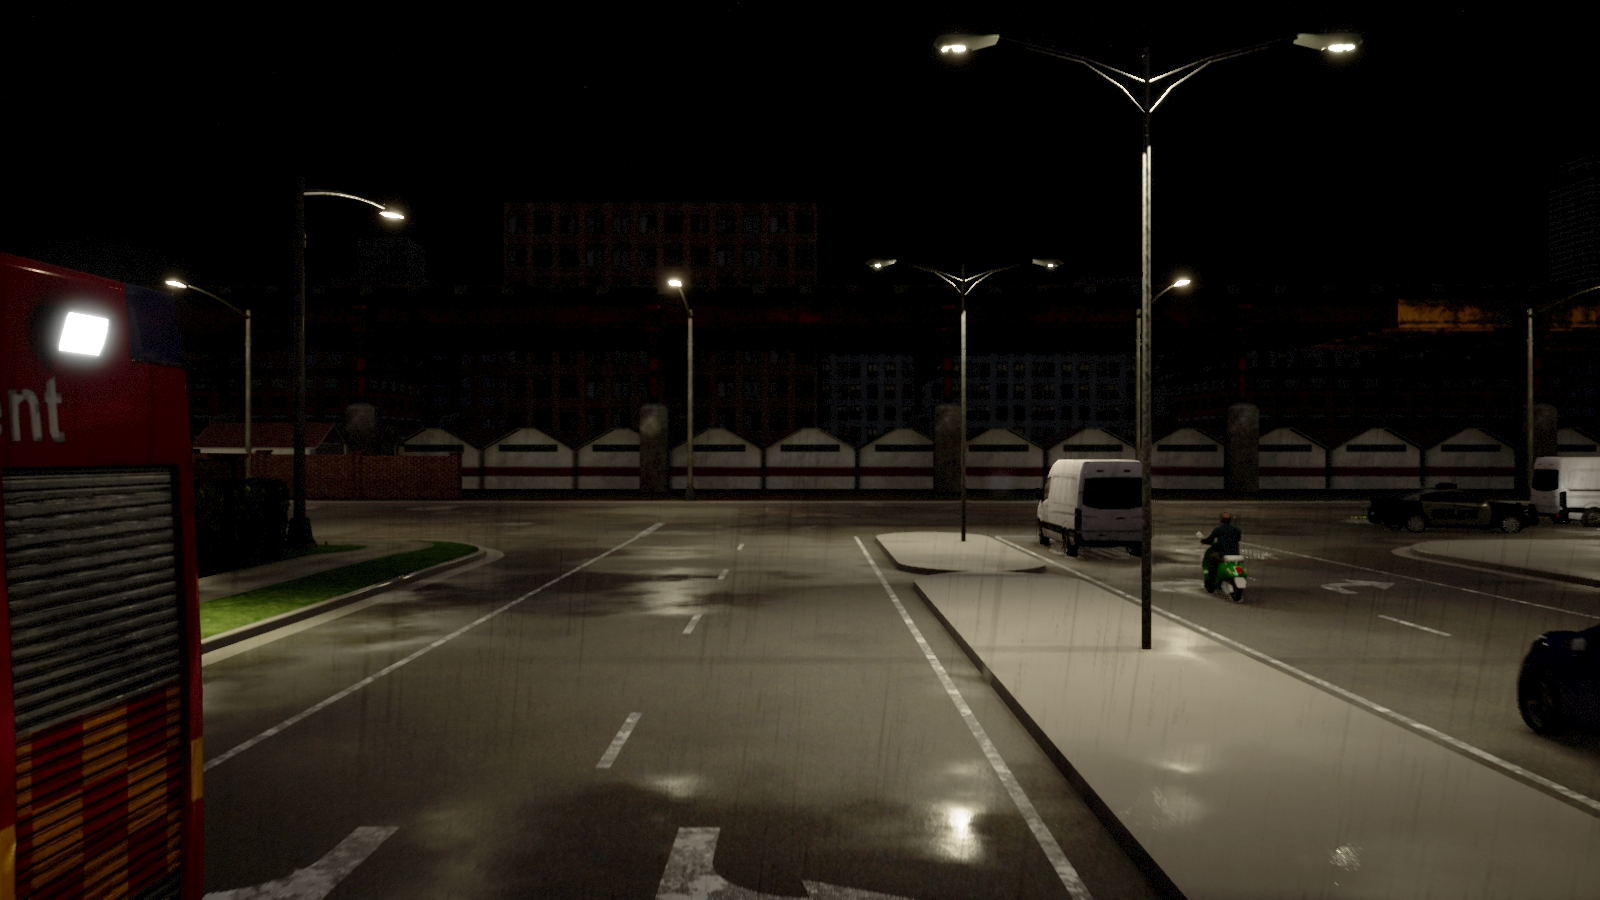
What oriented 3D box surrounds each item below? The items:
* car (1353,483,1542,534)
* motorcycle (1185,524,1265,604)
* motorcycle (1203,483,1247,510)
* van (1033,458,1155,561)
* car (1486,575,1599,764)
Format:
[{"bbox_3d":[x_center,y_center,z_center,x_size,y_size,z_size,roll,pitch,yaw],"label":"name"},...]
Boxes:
[{"bbox_3d":[22.125,1.979,39.206,5.238,1.638,2.097,0,0,5],"label":"car"},{"bbox_3d":[8.015,2.128,21.635,0.856,1.341,1.805,0,0,0],"label":"motorcycle"},{"bbox_3d":[20.102,2.178,54.056,1.805,1.236,0.856,0,0,0],"label":"motorcycle"},{"bbox_3d":[8.080,1.533,32.062,1.988,2.561,5.915,0,0,1],"label":"van"},{"bbox_3d":[8.014,2.037,9.996,1.845,1.501,3.633,0,0,0],"label":"car"}]
